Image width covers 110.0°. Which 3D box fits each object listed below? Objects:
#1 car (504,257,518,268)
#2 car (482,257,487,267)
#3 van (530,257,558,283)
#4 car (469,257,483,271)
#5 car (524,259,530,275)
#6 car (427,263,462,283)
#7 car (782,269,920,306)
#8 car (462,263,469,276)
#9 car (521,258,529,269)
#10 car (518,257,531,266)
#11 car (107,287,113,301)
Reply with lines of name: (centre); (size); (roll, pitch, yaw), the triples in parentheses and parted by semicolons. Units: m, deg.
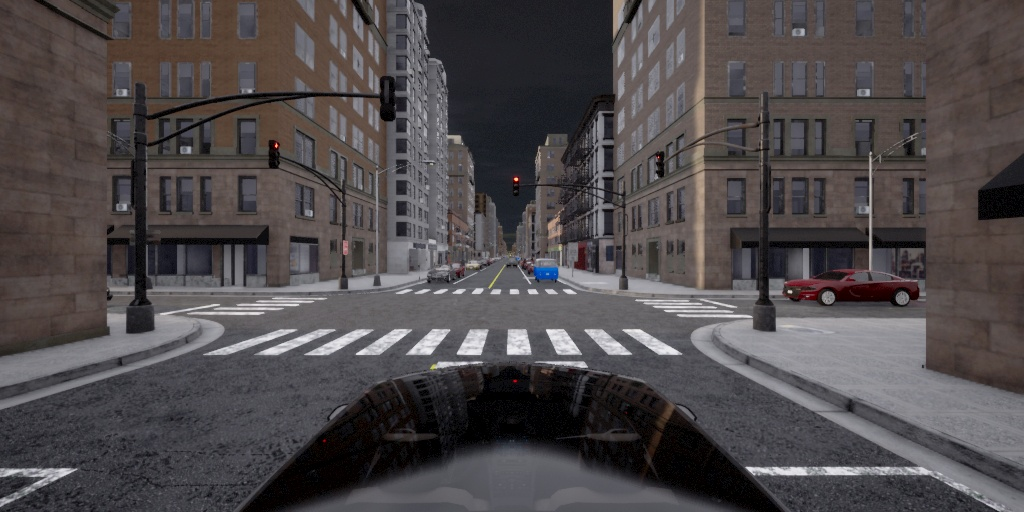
car: (-0.013, 1.337, 61.580); (1.895, 1.301, 4.718); (0, 0, 0)
car: (-5.488, 1.306, 56.356); (1.948, 1.339, 4.313); (0, 0, 0)
van: (2.589, 1.089, 27.969); (1.690, 1.789, 3.998); (0, 0, 0)
car: (-5.478, 1.269, 50.504); (1.751, 1.417, 4.829); (0, 0, 0)
car: (2.568, 1.330, 39.331); (1.802, 1.307, 4.207); (0, 0, 0)
car: (-5.436, 1.299, 27.946); (2.007, 1.370, 4.403); (0, 0, 0)
car: (14.789, 1.326, 15.833); (5.008, 1.535, 1.882); (0, 0, 1)
car: (-5.447, 1.293, 33.627); (1.888, 1.381, 4.507); (0, 0, 0)
car: (2.547, 1.326, 50.695); (1.802, 1.307, 4.207); (0, 0, 0)
car: (2.537, 1.055, 56.376); (2.192, 1.841, 5.009); (0, 0, 0)
car: (-17.751, 1.198, 12.776); (5.357, 1.411, 2.033); (0, 0, 0)
